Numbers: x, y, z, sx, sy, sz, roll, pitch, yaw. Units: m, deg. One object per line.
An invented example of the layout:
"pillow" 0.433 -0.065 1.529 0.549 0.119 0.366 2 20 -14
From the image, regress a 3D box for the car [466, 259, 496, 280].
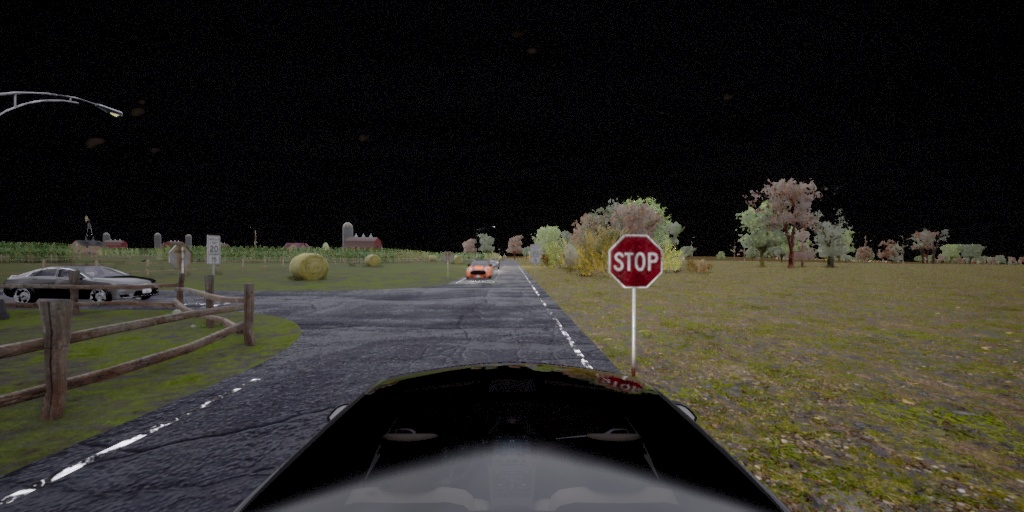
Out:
"car" -2.779 1.102 31.572 2.097 1.767 4.553 0 0 0

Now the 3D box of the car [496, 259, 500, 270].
"car" -2.802 1.258 54.277 2.128 1.511 4.902 0 0 0

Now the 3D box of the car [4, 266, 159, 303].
"car" -17.414 1.146 14.665 4.902 1.511 2.128 0 1 -1
